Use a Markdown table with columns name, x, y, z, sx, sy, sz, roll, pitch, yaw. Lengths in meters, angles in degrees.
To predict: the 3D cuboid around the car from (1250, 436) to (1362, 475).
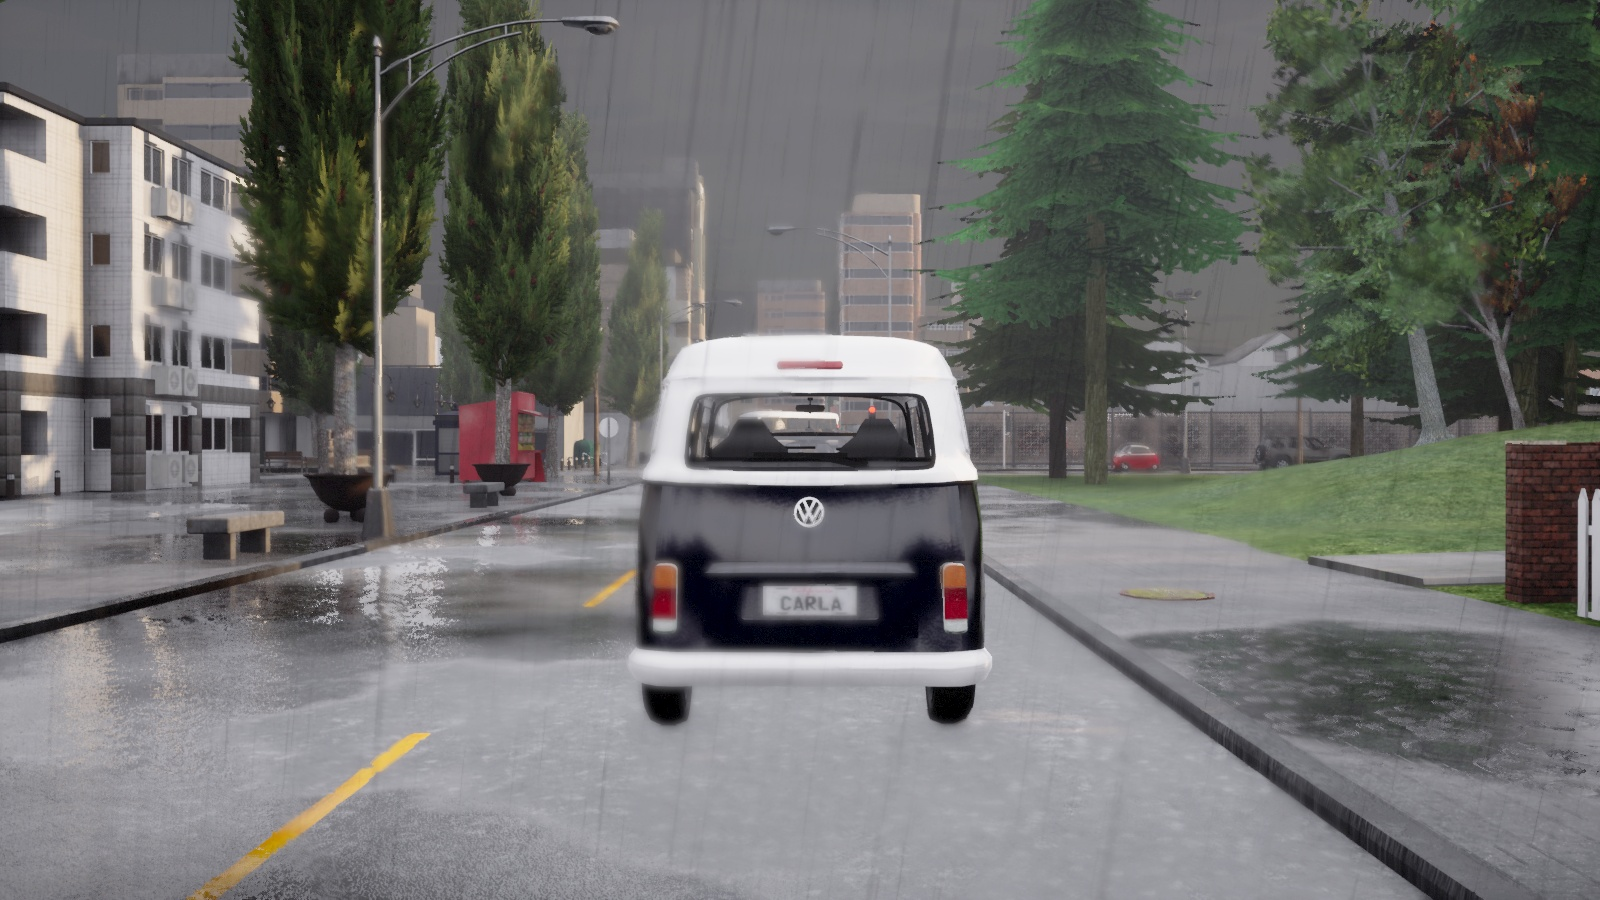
| name | x | y | z | sx | sy | sz | roll | pitch | yaw |
| --- | --- | --- | --- | --- | --- | --- | --- | --- | --- |
| car | 24.195 | 0.243 | 60.140 | 4.605 | 1.855 | 1.932 | 0 | 0 | 0 |

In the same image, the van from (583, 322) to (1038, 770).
| name | x | y | z | sx | sy | sz | roll | pitch | yaw |
| --- | --- | --- | --- | --- | --- | --- | --- | --- | --- |
| van | 0.064 | 0.425 | 7.961 | 2.069 | 2.038 | 4.480 | 0 | 0 | 0 |

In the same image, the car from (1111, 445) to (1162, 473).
| name | x | y | z | sx | sy | sz | roll | pitch | yaw |
| --- | --- | --- | --- | --- | --- | --- | --- | --- | --- |
| car | 17.163 | 0.453 | 64.179 | 2.207 | 1.376 | 1.481 | 0 | 0 | 0 |
